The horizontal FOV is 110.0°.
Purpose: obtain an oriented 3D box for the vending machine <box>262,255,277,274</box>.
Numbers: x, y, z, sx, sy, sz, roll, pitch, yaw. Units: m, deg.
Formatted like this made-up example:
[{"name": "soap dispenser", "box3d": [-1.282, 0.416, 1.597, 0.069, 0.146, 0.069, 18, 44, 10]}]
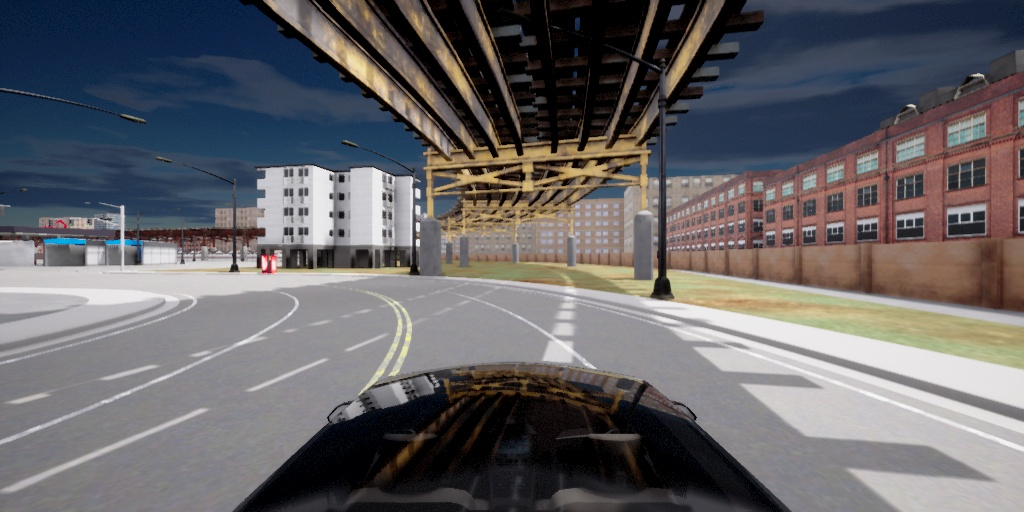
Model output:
[{"name": "vending machine", "box3d": [-25.379, 0.925, 37.482, 0.880, 2.100, 1.100, 0, 0, 10]}]
